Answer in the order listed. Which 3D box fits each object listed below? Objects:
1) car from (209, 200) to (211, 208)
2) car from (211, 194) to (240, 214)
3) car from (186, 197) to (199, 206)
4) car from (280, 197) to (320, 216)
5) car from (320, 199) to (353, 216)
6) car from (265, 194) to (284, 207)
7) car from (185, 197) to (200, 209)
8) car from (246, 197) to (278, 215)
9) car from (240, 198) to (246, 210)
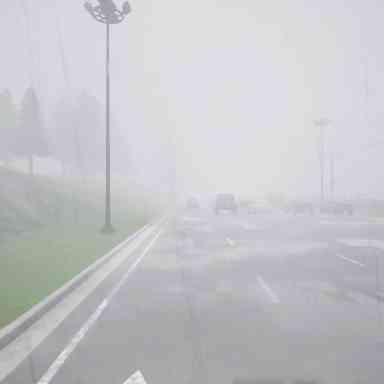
[{"bbox_3d":[3.488,1.526,46.030,1.812,1.442,4.674,0,0,0],"label":"car"},{"bbox_3d":[3.501,1.221,35.630,2.150,2.045,5.566,0,0,1],"label":"car"},{"bbox_3d":[0.026,1.547,54.982,2.033,1.411,5.357,0,0,-3],"label":"car"},{"bbox_3d":[10.551,1.505,32.893,1.837,1.490,4.892,0,0,0],"label":"car"},{"bbox_3d":[14.054,1.506,32.746,1.837,1.490,4.892,0,0,0],"label":"car"},{"bbox_3d":[10.524,1.221,43.355,2.150,2.045,5.566,0,0,0],"label":"car"},{"bbox_3d":[0.046,1.547,44.306,2.033,1.411,5.357,0,0,0],"label":"car"},{"bbox_3d":[7.046,1.526,33.979,1.812,1.442,4.674,0,0,0],"label":"car"},{"bbox_3d":[7.026,1.478,44.004,1.882,1.535,5.008,0,0,0],"label":"car"}]
